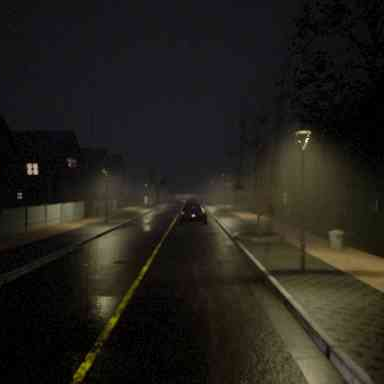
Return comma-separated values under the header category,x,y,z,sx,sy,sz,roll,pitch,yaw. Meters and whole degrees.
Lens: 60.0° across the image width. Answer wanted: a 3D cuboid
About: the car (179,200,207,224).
category,x,y,z,sx,sy,sz,roll,pitch,yaw
car,0.098,1.577,24.658,1.994,1.385,4.181,0,0,0
